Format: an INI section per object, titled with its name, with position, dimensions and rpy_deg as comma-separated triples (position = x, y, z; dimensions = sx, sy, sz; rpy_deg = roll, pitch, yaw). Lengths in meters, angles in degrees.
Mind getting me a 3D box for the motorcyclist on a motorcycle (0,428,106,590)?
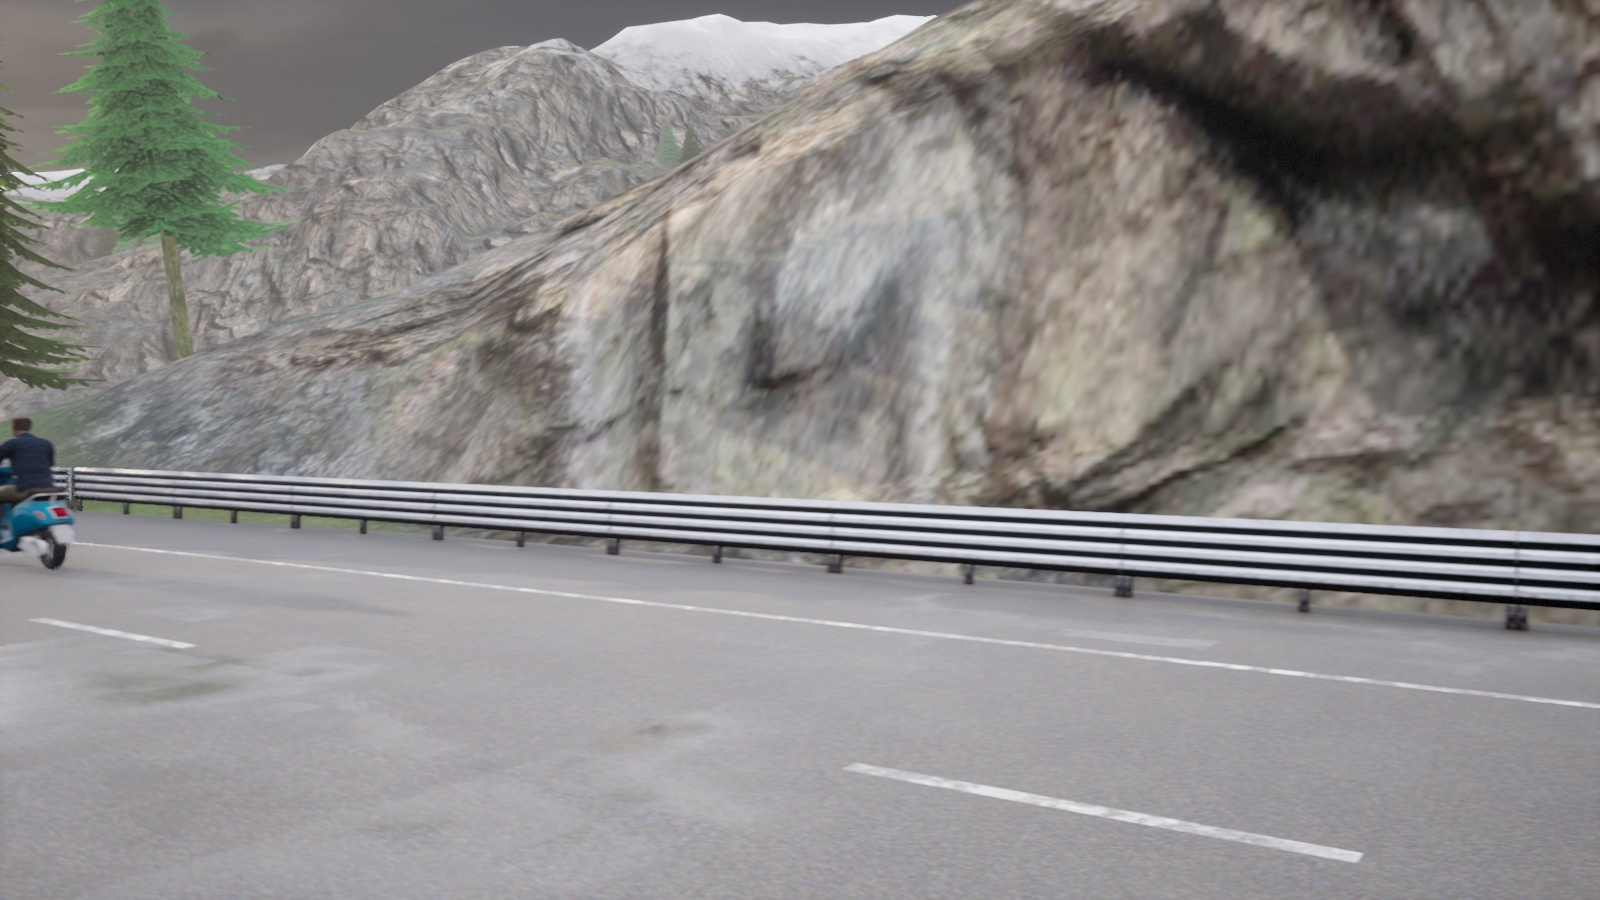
[motorcyclist on a motorcycle]
position = -8.275, 0.579, 13.237
dimensions = 1.817, 1.590, 0.866
rpy_deg = 0, 2, 32
